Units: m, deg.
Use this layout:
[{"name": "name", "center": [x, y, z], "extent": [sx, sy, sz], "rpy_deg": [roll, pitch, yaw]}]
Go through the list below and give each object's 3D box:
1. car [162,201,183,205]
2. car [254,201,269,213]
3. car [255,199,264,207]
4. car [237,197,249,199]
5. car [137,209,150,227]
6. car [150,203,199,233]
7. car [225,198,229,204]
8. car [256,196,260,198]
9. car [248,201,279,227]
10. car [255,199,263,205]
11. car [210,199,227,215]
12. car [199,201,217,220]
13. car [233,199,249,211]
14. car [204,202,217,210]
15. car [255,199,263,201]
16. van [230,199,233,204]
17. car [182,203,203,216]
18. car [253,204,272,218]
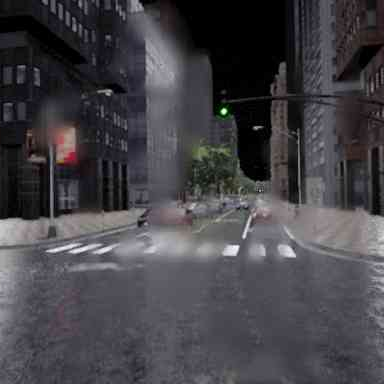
[{"name": "car", "center": [-1.911, 1.794, 31.848], "extent": [2.192, 1.841, 5.009], "rpy_deg": [-1, -1, 11]}, {"name": "car", "center": [9.576, 2.059, 46.183], "extent": [1.887, 1.381, 4.507], "rpy_deg": [-1, -1, 11]}, {"name": "car", "center": [14.769, 2.305, 72.805], "extent": [1.967, 1.590, 4.097], "rpy_deg": [-1, -1, 11]}, {"name": "car", "center": [9.720, 2.251, 61.327], "extent": [2.128, 1.511, 4.902], "rpy_deg": [-1, -1, 11]}, {"name": "car", "center": [-2.946, 1.977, 26.519], "extent": [1.947, 1.339, 4.313], "rpy_deg": [-1, -1, 11]}, {"name": "car", "center": [-1.022, 1.791, 22.433], "extent": [1.882, 1.535, 5.008], "rpy_deg": [-1, -1, 10]}, {"name": "car", "center": [6.403, 2.349, 74.450], "extent": [2.192, 1.841, 5.009], "rpy_deg": [-1, -1, 11]}, {"name": "car", "center": [13.730, 2.234, 67.481], "extent": [1.967, 1.590, 4.097], "rpy_deg": [-1, -1, 11]}, {"name": "car", "center": [5.417, 1.683, 24.888], "extent": [1.967, 1.590, 4.097], "rpy_deg": [-1, -1, 11]}, {"name": "car", "center": [16.850, 2.561, 83.451], "extent": [2.008, 1.369, 4.403], "rpy_deg": [-1, -1, 11]}, {"name": "car", "center": [2.952, 2.075, 42.694], "extent": [1.837, 1.490, 4.892], "rpy_deg": [-1, -1, 11]}, {"name": "car", "center": [0.966, 1.946, 32.554], "extent": [1.837, 1.490, 4.892], "rpy_deg": [-1, -1, 11]}, {"name": "car", "center": [7.812, 2.232, 51.544], "extent": [1.895, 1.301, 4.718], "rpy_deg": [-1, -1, 11]}, {"name": "car", "center": [3.290, 2.403, 58.470], "extent": [1.802, 1.307, 4.206], "rpy_deg": [-1, -1, 11]}, {"name": "car", "center": [6.457, 1.750, 30.212], "extent": [1.967, 1.590, 4.097], "rpy_deg": [-1, -1, 11]}, {"name": "van", "center": [9.521, 2.592, 90.424], "extent": [1.690, 1.788, 3.998], "rpy_deg": [-1, -1, 11]}, {"name": "car", "center": [0.139, 2.137, 42.328], "extent": [1.752, 1.417, 4.829], "rpy_deg": [-1, -1, 11]}, {"name": "car", "center": [7.498, 1.960, 35.534], "extent": [1.802, 1.307, 4.206], "rpy_deg": [-1, -1, 11]}]
